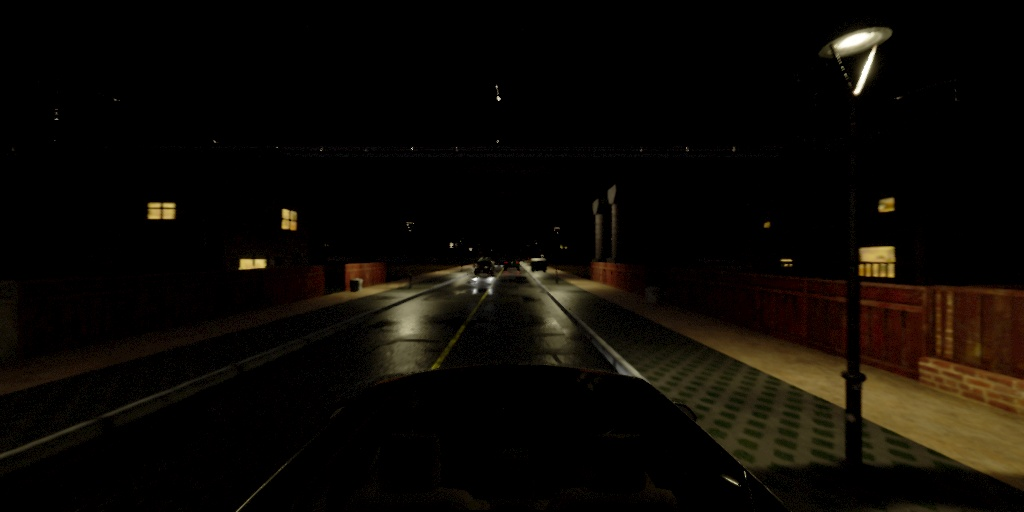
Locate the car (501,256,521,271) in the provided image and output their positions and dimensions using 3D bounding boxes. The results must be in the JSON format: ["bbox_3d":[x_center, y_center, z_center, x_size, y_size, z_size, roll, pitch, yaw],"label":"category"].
[{"bbox_3d":[-0.006,0.973,49.830,2.150,2.045,5.566,0,0,0],"label":"car"}]

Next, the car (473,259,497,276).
[{"bbox_3d":[-2.849,1.261,37.057,1.837,1.490,4.892,0,0,0],"label":"car"}]

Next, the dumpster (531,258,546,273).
[{"bbox_3d":[3.001,1.150,41.123,1.020,1.700,1.940,0,0,0],"label":"dumpster"}]
